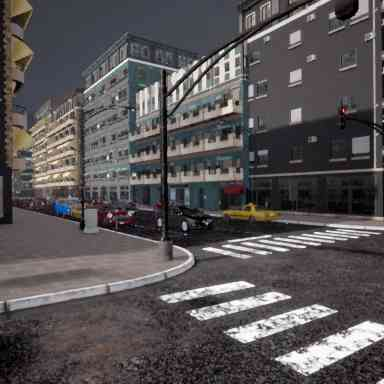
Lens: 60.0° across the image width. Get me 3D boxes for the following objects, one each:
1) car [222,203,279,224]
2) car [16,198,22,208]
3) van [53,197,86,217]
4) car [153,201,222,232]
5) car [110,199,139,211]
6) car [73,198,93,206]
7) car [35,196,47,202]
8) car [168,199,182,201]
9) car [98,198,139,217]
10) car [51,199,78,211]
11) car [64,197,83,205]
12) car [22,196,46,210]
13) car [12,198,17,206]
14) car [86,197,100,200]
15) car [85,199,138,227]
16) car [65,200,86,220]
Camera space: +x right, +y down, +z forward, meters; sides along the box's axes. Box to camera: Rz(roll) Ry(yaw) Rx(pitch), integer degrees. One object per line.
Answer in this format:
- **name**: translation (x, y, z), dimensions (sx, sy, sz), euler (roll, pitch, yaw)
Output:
- **car**: translation (4.087, 1.498, 24.420), dimensions (1.752, 1.417, 4.829), euler (-1, 1, -35)
- **car**: translation (-25.132, 1.770, 50.954), dimensions (1.947, 1.339, 4.313), euler (-1, 1, -35)
- **van**: translation (-12.280, 1.483, 32.930), dimensions (1.690, 1.788, 3.998), euler (-1, 1, -35)
- **car**: translation (-0.553, 1.564, 20.956), dimensions (1.837, 1.490, 4.892), euler (-1, 1, -35)
- **car**: translation (-8.669, 1.582, 42.303), dimensions (2.008, 1.369, 4.403), euler (-1, 1, -35)
- **car**: translation (-18.311, 1.644, 55.820), dimensions (1.947, 1.339, 4.313), euler (-1, 1, -35)
- **car**: translation (-37.594, 1.728, 82.853), dimensions (1.887, 1.381, 4.507), euler (-1, 1, -35)
- **car**: translation (-2.243, 1.441, 33.291), dimensions (1.967, 1.590, 4.097), euler (-1, 1, -35)
- **car**: translation (-6.342, 1.577, 29.072), dimensions (2.128, 1.511, 4.902), euler (-1, 0, -35)
- **car**: translation (-16.942, 1.682, 44.006), dimensions (2.033, 1.411, 5.357), euler (-1, 0, -35)
- **car**: translation (-21.524, 1.646, 60.325), dimensions (2.008, 1.369, 4.403), euler (-1, 1, -35)
- **car**: translation (-21.920, 1.628, 46.448), dimensions (1.967, 1.590, 4.097), euler (-1, 1, -35)
- **car**: translation (-31.560, 1.783, 59.965), dimensions (1.887, 1.381, 4.507), euler (-1, 1, -35)
- **car**: translation (-15.098, 1.502, 51.313), dimensions (1.967, 1.590, 4.097), euler (-1, 1, -35)
- **car**: translation (-5.851, 1.553, 23.921), dimensions (1.967, 1.590, 4.097), euler (-1, 1, -35)
- **car**: translation (-8.965, 1.652, 28.288), dimensions (1.752, 1.417, 4.829), euler (-1, 1, -35)
